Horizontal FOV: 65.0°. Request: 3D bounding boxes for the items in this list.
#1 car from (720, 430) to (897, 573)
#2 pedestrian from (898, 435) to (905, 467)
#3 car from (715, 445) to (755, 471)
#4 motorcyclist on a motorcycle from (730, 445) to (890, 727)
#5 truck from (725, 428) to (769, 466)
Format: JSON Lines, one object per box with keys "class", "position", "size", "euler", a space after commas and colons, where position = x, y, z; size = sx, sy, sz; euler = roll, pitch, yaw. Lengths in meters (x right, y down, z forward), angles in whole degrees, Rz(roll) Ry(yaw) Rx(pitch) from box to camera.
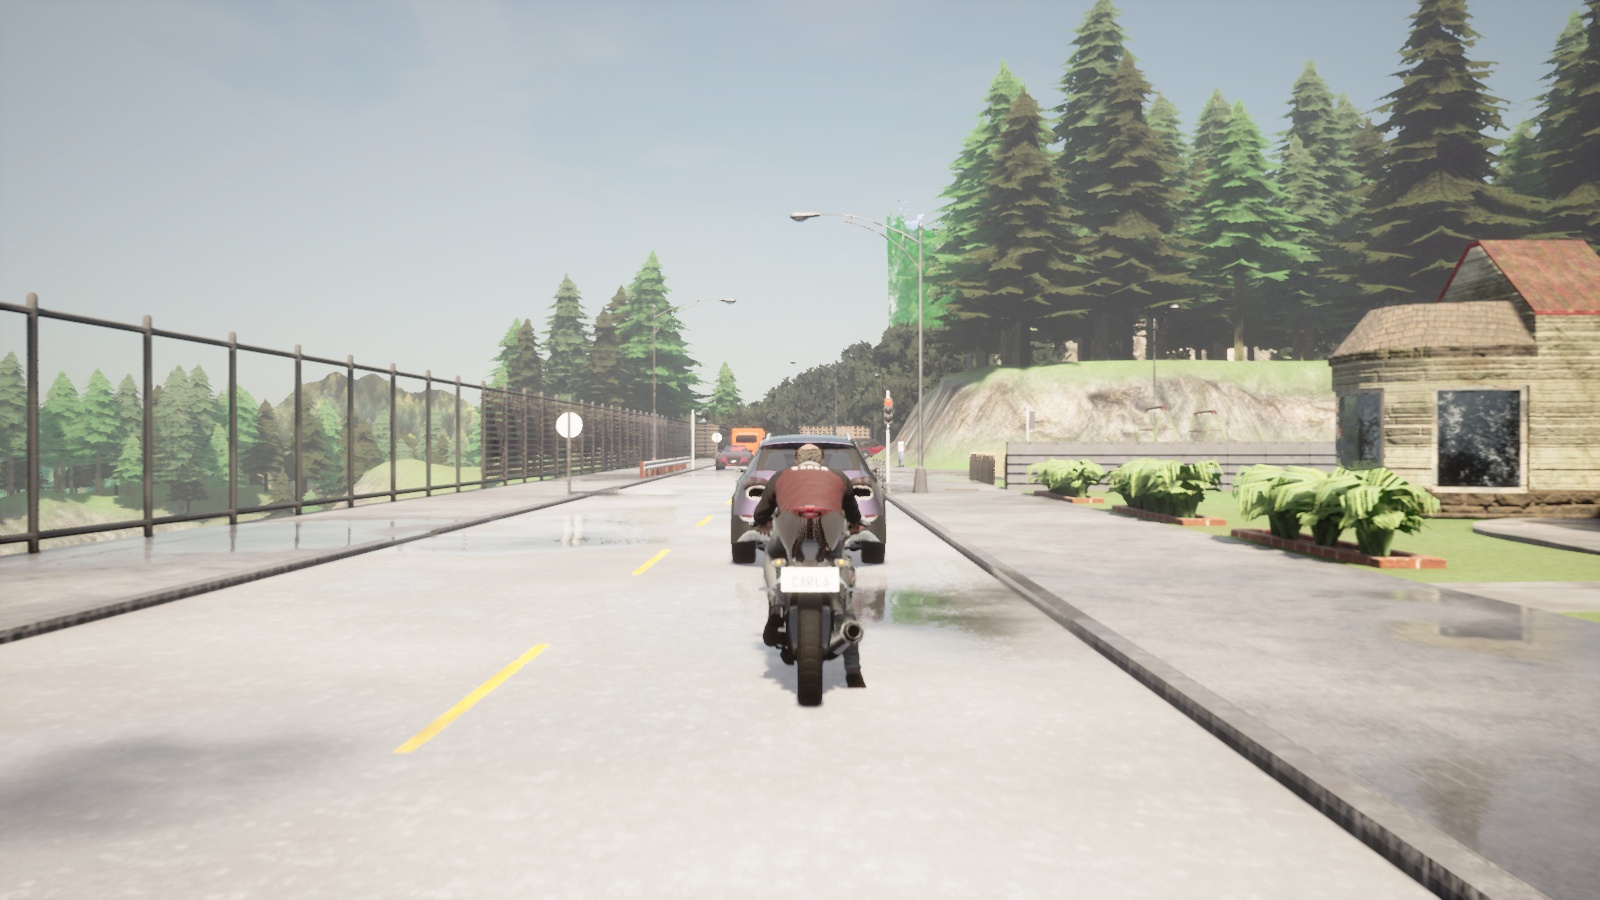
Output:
{"class": "car", "position": [0.114, 0.581, 16.896], "size": [2.033, 1.649, 4.856], "euler": [0, 0, 0]}
{"class": "pedestrian", "position": [5.721, 0.061, 70.809], "size": [0.354, 1.836, 0.706], "euler": [0, 0, 0]}
{"class": "car", "position": [-3.565, 0.415, 69.457], "size": [1.994, 1.385, 4.181], "euler": [0, 0, 0]}
{"class": "motorcyclist on a motorcycle", "position": [0.060, 0.737, 7.926], "size": [0.866, 1.530, 2.191], "euler": [0, 0, 0]}
{"class": "truck", "position": [-3.478, -0.219, 83.598], "size": [2.627, 2.467, 5.204], "euler": [0, 1, 0]}
